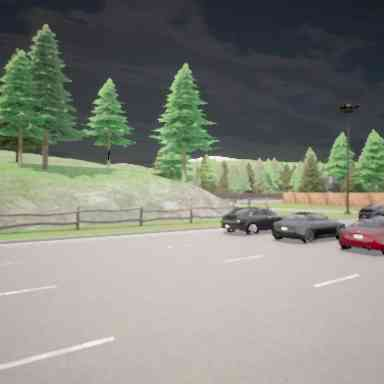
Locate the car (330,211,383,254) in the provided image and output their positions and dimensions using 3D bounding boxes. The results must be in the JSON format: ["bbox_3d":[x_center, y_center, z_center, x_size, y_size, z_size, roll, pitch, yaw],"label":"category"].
[{"bbox_3d":[8.006,1.698,13.907,4.181,1.385,1.994,1,0,-36],"label":"car"}]

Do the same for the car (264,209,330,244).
[{"bbox_3d":[5.955,1.698,16.743,4.181,1.385,1.994,1,0,-36],"label":"car"}]

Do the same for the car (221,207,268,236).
[{"bbox_3d":[3.900,1.640,19.576,4.892,1.490,1.837,0,0,-36],"label":"car"}]

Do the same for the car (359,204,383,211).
[{"bbox_3d":[16.080,1.779,28.349,4.892,1.490,1.837,0,0,-36],"label":"car"}]
